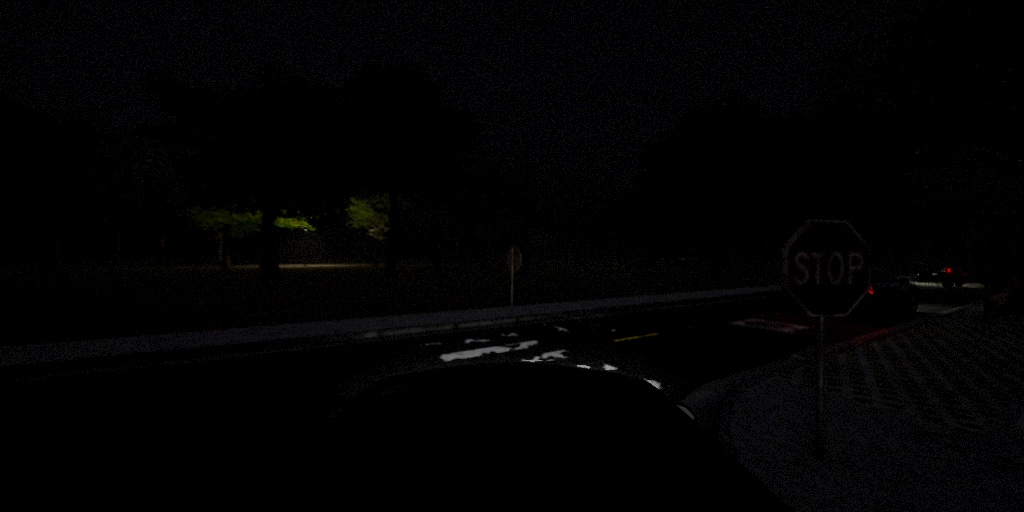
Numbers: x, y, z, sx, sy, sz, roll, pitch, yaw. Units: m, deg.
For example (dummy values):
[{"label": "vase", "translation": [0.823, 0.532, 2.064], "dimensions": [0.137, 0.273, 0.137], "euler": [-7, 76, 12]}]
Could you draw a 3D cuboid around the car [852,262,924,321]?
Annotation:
[{"label": "car", "translation": [12.566, 1.150, 12.921], "dimensions": [4.553, 1.767, 2.097], "euler": [0, 0, -31]}]

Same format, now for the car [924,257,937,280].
[{"label": "car", "translation": [36.093, 1.098, 30.023], "dimensions": [5.566, 2.045, 2.150], "euler": [0, 0, -31]}]

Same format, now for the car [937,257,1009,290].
[{"label": "car", "translation": [30.155, 1.074, 23.319], "dimensions": [5.566, 2.045, 2.150], "euler": [0, 0, -31]}]
